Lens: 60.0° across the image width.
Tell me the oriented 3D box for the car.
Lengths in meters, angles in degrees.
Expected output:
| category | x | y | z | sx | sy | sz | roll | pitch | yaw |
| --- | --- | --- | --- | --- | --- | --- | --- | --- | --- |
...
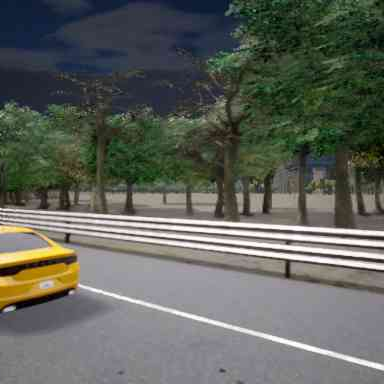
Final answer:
| category | x | y | z | sx | sy | sz | roll | pitch | yaw |
| --- | --- | --- | --- | --- | --- | --- | --- | --- | --- |
| car | -4.566 | 1.504 | 7.396 | 5.008 | 1.535 | 1.882 | 0 | 0 | 37 |
